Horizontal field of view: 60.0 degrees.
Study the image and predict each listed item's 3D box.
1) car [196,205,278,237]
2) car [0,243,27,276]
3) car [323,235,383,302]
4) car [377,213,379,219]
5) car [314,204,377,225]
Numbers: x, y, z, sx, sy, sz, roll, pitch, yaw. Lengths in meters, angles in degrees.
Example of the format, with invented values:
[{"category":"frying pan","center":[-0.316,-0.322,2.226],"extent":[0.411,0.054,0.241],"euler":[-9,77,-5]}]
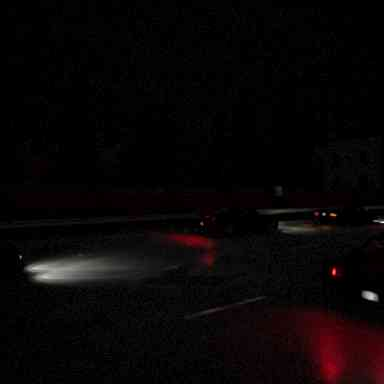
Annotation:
[{"category":"car","center":[2.571,1.477,18.236],"extent":[5.008,1.535,1.882],"euler":[1,0,-34]},{"category":"car","center":[-6.792,1.547,7.500],"extent":[5.357,1.411,2.033],"euler":[0,0,-35]},{"category":"car","center":[5.047,1.601,7.342],"extent":[4.718,1.301,1.895],"euler":[0,0,-35]},{"category":"car","center":[11.205,1.505,16.030],"extent":[4.892,1.490,1.837],"euler":[0,0,-35]},{"category":"car","center":[11.069,1.547,23.806],"extent":[5.357,1.411,2.033],"euler":[0,0,-32]}]
